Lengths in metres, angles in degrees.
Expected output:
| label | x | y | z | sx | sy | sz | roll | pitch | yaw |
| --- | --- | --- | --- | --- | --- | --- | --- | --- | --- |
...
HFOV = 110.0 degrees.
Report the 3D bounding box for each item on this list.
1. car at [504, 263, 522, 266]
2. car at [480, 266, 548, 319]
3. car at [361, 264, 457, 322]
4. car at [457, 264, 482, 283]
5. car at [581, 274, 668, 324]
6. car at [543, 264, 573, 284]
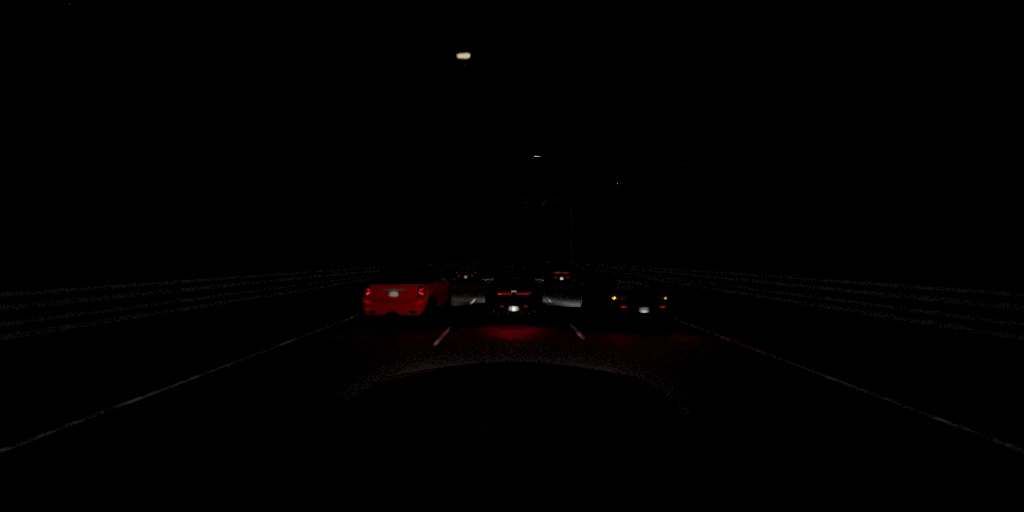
| label | x | y | z | sx | sy | sz | roll | pitch | yaw |
| --- | --- | --- | --- | --- | --- | --- | --- | --- | --- |
| car | 0.073 | 1.328 | 29.390 | 1.882 | 1.535 | 5.008 | 0 | 0 | 0 |
| car | 0.069 | 1.293 | 12.978 | 1.837 | 1.490 | 4.892 | 0 | 0 | 0 |
| car | -3.434 | 1.137 | 12.584 | 2.097 | 1.767 | 4.553 | 0 | 0 | 0 |
| car | -3.428 | 1.374 | 28.864 | 1.812 | 1.442 | 4.674 | 0 | 0 | 0 |
| car | 3.564 | 1.310 | 11.974 | 1.812 | 1.442 | 4.674 | 0 | -1 | 0 |
| car | 3.567 | 1.351 | 28.001 | 1.837 | 1.490 | 4.892 | 0 | 0 | 0 |
